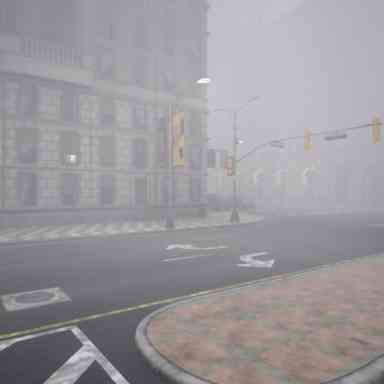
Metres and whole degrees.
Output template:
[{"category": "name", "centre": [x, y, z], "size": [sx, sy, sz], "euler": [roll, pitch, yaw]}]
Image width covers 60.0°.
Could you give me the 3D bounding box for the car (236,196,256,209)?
[{"category": "car", "centre": [6.393, 1.352, 44.690], "size": [2.097, 1.767, 4.553], "euler": [0, 0, -36]}]

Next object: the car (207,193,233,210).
[{"category": "car", "centre": [2.725, 1.221, 43.784], "size": [2.150, 2.045, 5.566], "euler": [0, 0, -36]}]
